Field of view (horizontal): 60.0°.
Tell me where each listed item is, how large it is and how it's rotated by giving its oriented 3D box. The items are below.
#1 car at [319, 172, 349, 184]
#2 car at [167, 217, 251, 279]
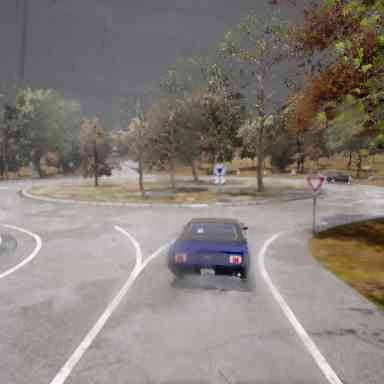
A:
[{"bbox_3d":[18.463,-1.902,43.870,1.837,1.490,4.892,0,5,-14],"label":"car"},{"bbox_3d":[0.657,1.359,9.503,1.895,1.301,4.718,1,3,8],"label":"car"}]
